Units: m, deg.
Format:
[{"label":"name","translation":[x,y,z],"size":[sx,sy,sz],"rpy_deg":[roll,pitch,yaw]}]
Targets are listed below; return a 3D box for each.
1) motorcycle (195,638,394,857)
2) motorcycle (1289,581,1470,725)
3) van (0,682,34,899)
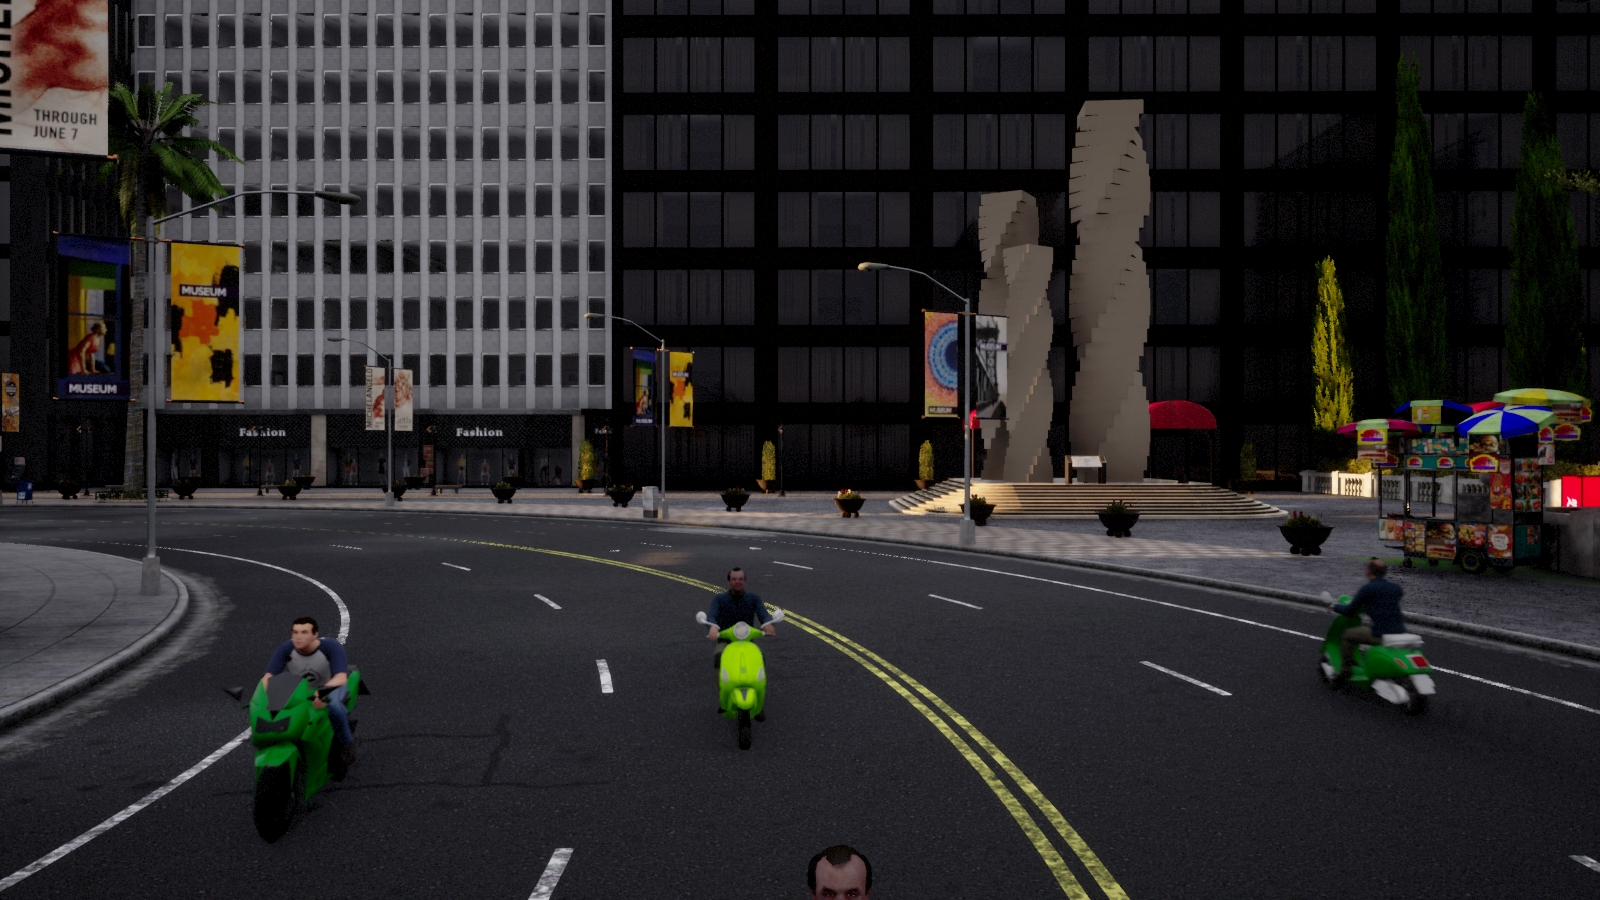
[{"label":"motorcycle","translation":[-3.839,2.213,8.881],"size":[0.803,1.145,2.033],"rpy_deg":[0,0,-5]},{"label":"motorcycle","translation":[6.331,2.182,12.614],"size":[0.856,1.236,1.805],"rpy_deg":[-1,0,-9]},{"label":"van","translation":[-3.531,1.783,1.506],"size":[2.069,2.038,4.480],"rpy_deg":[0,0,-1]}]
